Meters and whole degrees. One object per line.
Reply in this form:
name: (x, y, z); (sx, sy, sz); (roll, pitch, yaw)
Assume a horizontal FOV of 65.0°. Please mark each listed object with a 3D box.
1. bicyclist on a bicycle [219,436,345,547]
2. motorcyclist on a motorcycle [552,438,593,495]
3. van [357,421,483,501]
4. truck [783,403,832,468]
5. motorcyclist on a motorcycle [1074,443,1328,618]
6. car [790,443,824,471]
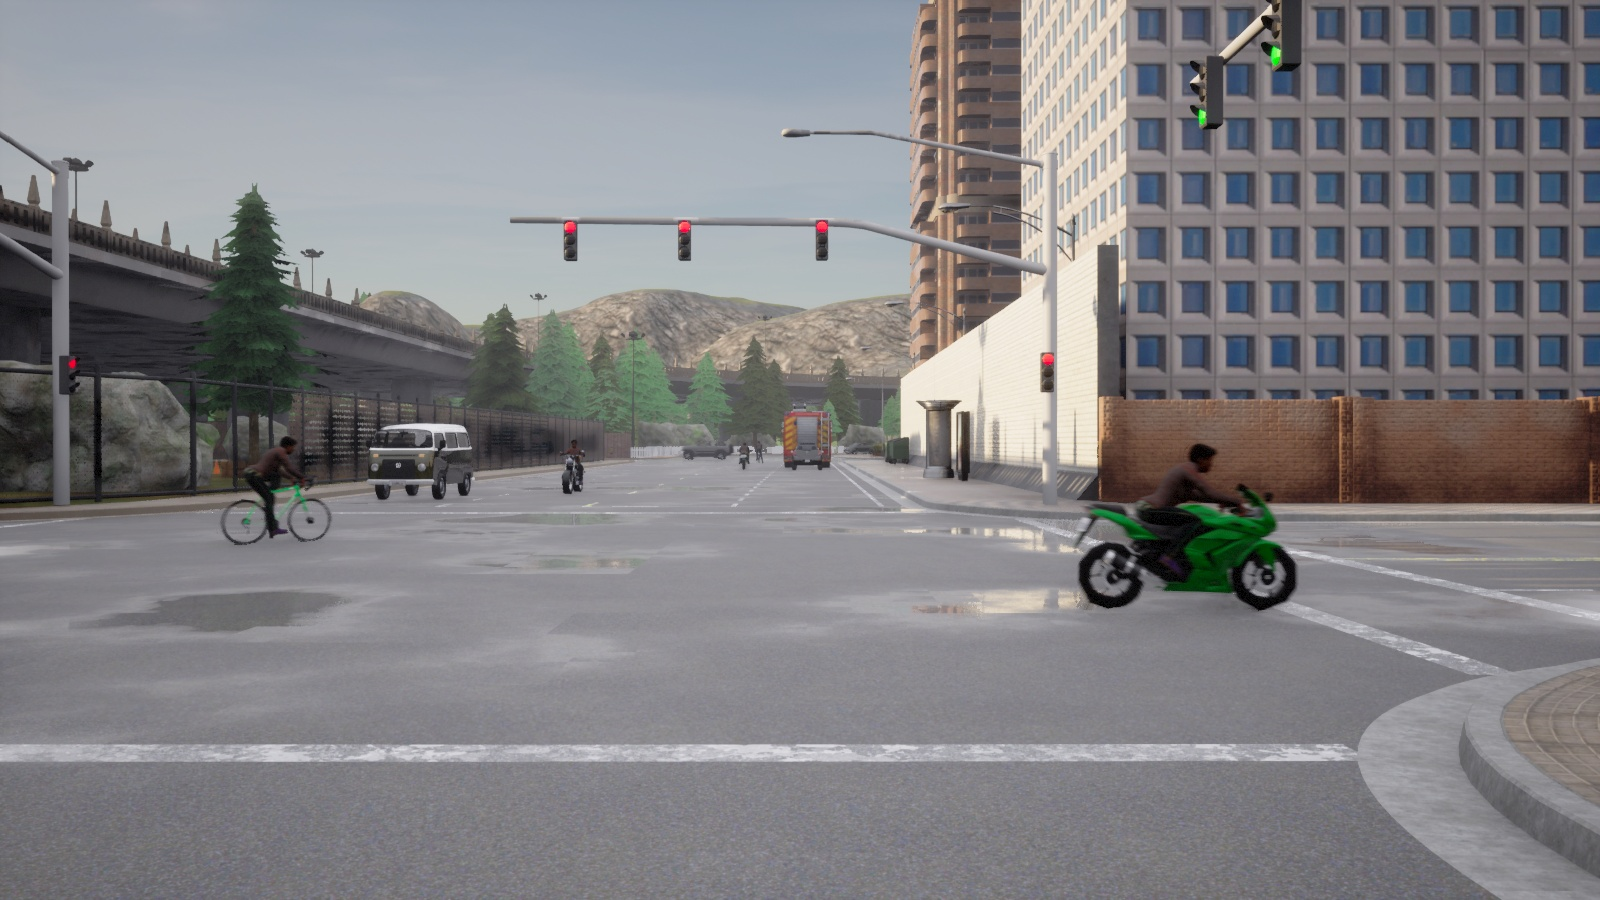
bicyclist on a bicycle: (-7.840, 0.610, 19.040); (1.656, 1.620, 0.582); (0, -1, -43)
motorcyclist on a motorcycle: (-6.781, 0.480, 37.514); (0.766, 1.649, 2.350); (0, 0, 0)
van: (-10.298, 0.267, 34.391); (2.069, 2.038, 4.480); (0, 0, 0)
truck: (0.443, -0.860, 78.360); (2.891, 3.827, 8.468); (0, 0, 0)
motorcyclist on a motorcycle: (3.601, 0.705, 11.408); (2.044, 1.523, 0.797); (0, 0, 0)
car: (0.392, 0.371, 69.074); (1.845, 1.501, 3.633); (0, 0, 0)
